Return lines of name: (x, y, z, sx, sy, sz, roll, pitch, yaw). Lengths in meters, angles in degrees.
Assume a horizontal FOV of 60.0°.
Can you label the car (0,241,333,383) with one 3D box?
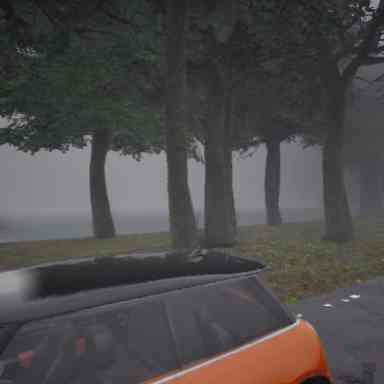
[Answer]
car: (-1.075, 1.351, 2.305, 4.553, 1.767, 2.097, 0, 0, -36)
